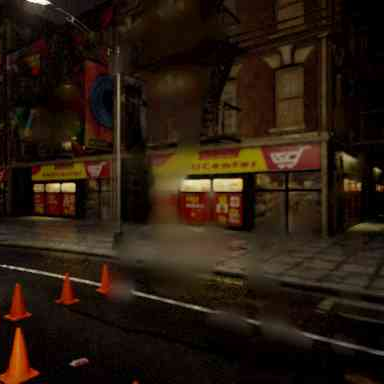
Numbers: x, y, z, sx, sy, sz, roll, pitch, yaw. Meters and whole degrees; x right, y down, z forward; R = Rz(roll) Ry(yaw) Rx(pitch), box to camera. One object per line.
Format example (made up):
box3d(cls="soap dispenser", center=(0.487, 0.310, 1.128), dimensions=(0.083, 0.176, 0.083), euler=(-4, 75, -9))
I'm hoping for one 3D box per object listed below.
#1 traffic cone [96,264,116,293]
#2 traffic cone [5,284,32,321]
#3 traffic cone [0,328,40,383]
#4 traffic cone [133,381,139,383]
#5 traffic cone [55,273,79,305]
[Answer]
box3d(cls="traffic cone", center=(-1.995, 1.969, 7.682), dimensions=(0.340, 0.580, 0.340), euler=(0, 0, 36))
box3d(cls="traffic cone", center=(-3.161, 1.968, 6.057), dimensions=(0.340, 0.580, 0.340), euler=(0, 0, 36))
box3d(cls="traffic cone", center=(-2.119, 1.964, 4.079), dimensions=(0.340, 0.580, 0.340), euler=(0, 0, 36))
box3d(cls="traffic cone", center=(-0.494, 1.960, 2.913), dimensions=(0.340, 0.580, 0.340), euler=(0, 0, 36))
box3d(cls="traffic cone", center=(-2.578, 1.968, 6.870), dimensions=(0.340, 0.580, 0.340), euler=(0, 0, 36))
